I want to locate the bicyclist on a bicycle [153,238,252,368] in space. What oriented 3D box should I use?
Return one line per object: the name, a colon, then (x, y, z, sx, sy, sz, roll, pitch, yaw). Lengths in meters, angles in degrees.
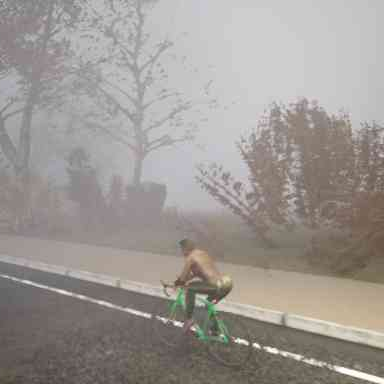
bicyclist on a bicycle: (0.067, 1.467, 4.580, 1.656, 1.620, 0.582, -1, 0, 35)
